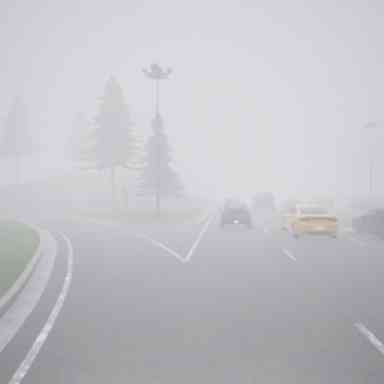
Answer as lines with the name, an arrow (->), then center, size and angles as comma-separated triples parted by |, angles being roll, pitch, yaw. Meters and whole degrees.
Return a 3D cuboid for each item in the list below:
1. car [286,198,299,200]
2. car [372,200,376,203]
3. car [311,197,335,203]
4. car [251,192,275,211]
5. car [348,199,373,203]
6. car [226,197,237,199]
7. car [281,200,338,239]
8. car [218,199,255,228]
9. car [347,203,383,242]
car -> 11.574, 1.384, 38.312 | 1.994, 1.385, 4.181 | 0, 0, 6
car -> 13.204, 1.349, 20.187 | 1.882, 1.535, 5.008 | 0, 0, 6
car -> 15.165, 1.279, 38.984 | 1.882, 1.535, 5.008 | 0, 0, 6
car -> 7.962, 1.062, 37.417 | 2.150, 2.045, 5.566 | 0, 0, 6
car -> 18.326, 1.398, 35.578 | 1.895, 1.301, 4.718 | 0, 0, 6
car -> 4.559, 1.357, 38.529 | 1.837, 1.490, 4.892 | 0, 0, 6
car -> 5.830, 1.395, 16.948 | 1.882, 1.535, 5.008 | 0, 0, 6
car -> 2.759, 1.422, 21.236 | 1.837, 1.490, 4.892 | 0, 0, 6
car -> 9.188, 1.454, 15.413 | 2.033, 1.411, 5.357 | 0, 0, 6
